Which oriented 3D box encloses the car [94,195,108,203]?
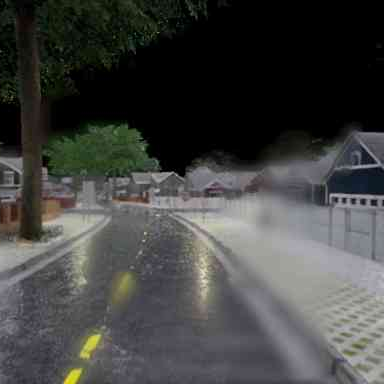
[{"bbox_3d":[-21.881,1.773,81.051,2.097,1.767,4.553,-1,0,-27],"label":"car"}]

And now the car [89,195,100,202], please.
[{"bbox_3d":[-26.350,1.675,89.961,2.097,1.767,4.553,-1,0,-25],"label":"car"}]
